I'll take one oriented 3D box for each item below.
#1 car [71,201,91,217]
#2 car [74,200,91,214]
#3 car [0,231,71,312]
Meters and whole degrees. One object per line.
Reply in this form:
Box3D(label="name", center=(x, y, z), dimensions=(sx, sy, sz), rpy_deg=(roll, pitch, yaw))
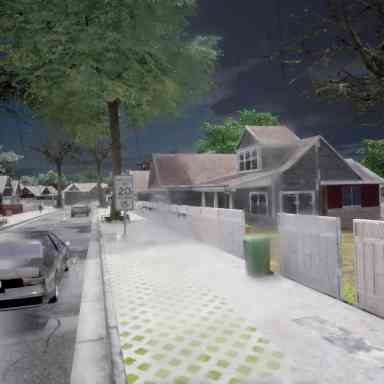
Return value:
Box3D(label="car", center=(-12.731, 2.027, 38.001), dimensions=(2.128, 1.511, 4.902), rpy_deg=(-2, -1, -16))
Box3D(label="car", center=(-15.543, 2.076, 47.497), dimensions=(2.097, 1.767, 4.553), rpy_deg=(-2, -1, -16))
Box3D(label="car", center=(-4.104, 1.671, 8.101), dimensions=(2.033, 1.411, 5.357), rpy_deg=(-2, 0, -16))
